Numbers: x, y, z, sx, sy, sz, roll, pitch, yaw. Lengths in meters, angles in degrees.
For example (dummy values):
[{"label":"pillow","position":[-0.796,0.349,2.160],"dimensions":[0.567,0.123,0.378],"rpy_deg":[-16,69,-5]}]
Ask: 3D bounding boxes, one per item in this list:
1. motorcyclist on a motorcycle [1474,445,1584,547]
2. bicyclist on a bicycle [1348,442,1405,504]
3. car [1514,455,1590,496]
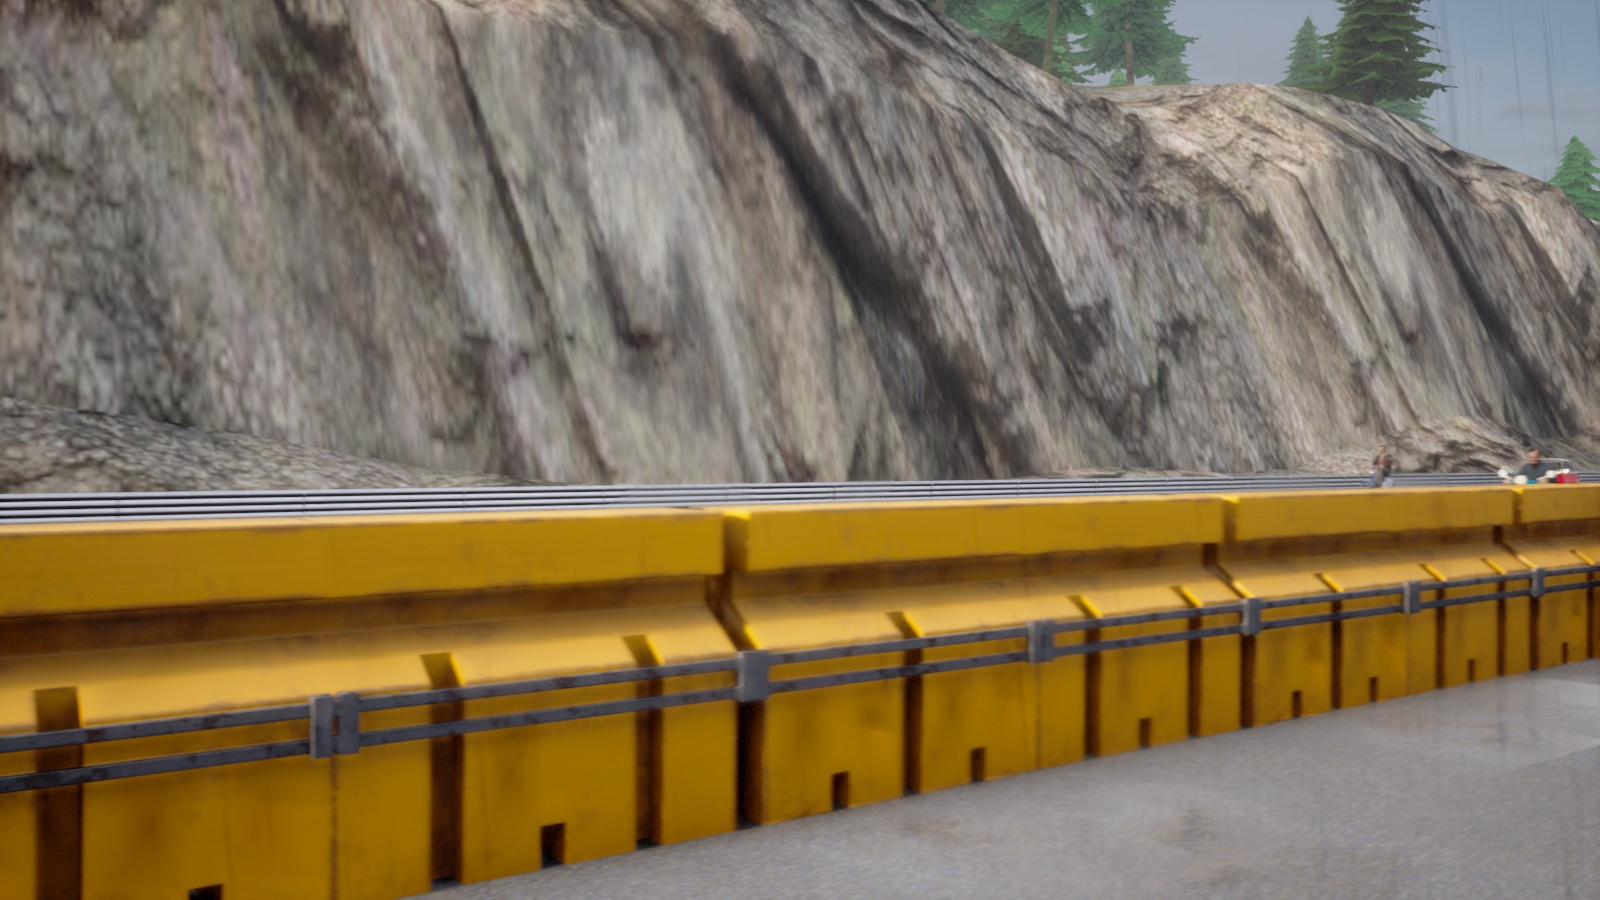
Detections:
[{"label":"motorcyclist on a motorcycle","position":[11.900,0.723,20.490],"dimensions":[1.817,1.590,0.866],"rpy_deg":[0,0,-35]},{"label":"bicyclist on a bicycle","position":[16.886,0.670,36.769],"dimensions":[1.843,1.776,0.659],"rpy_deg":[0,0,-35]},{"label":"car","position":[25.745,0.850,42.985],"dimensions":[2.207,1.376,1.481],"rpy_deg":[0,0,-35]}]
